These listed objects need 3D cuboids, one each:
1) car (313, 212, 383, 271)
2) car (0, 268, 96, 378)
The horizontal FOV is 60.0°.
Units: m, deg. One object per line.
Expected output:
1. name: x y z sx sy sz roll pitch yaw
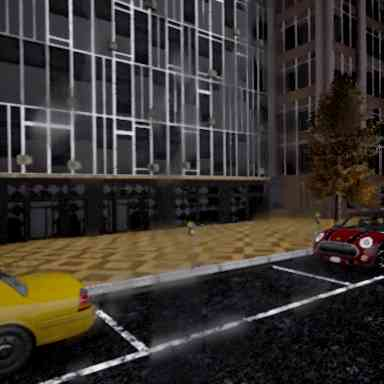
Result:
1. car: 5.708 1.389 10.644 4.097 1.590 1.967 0 0 -36
2. car: -3.683 1.530 3.942 4.829 1.417 1.752 0 0 -36
